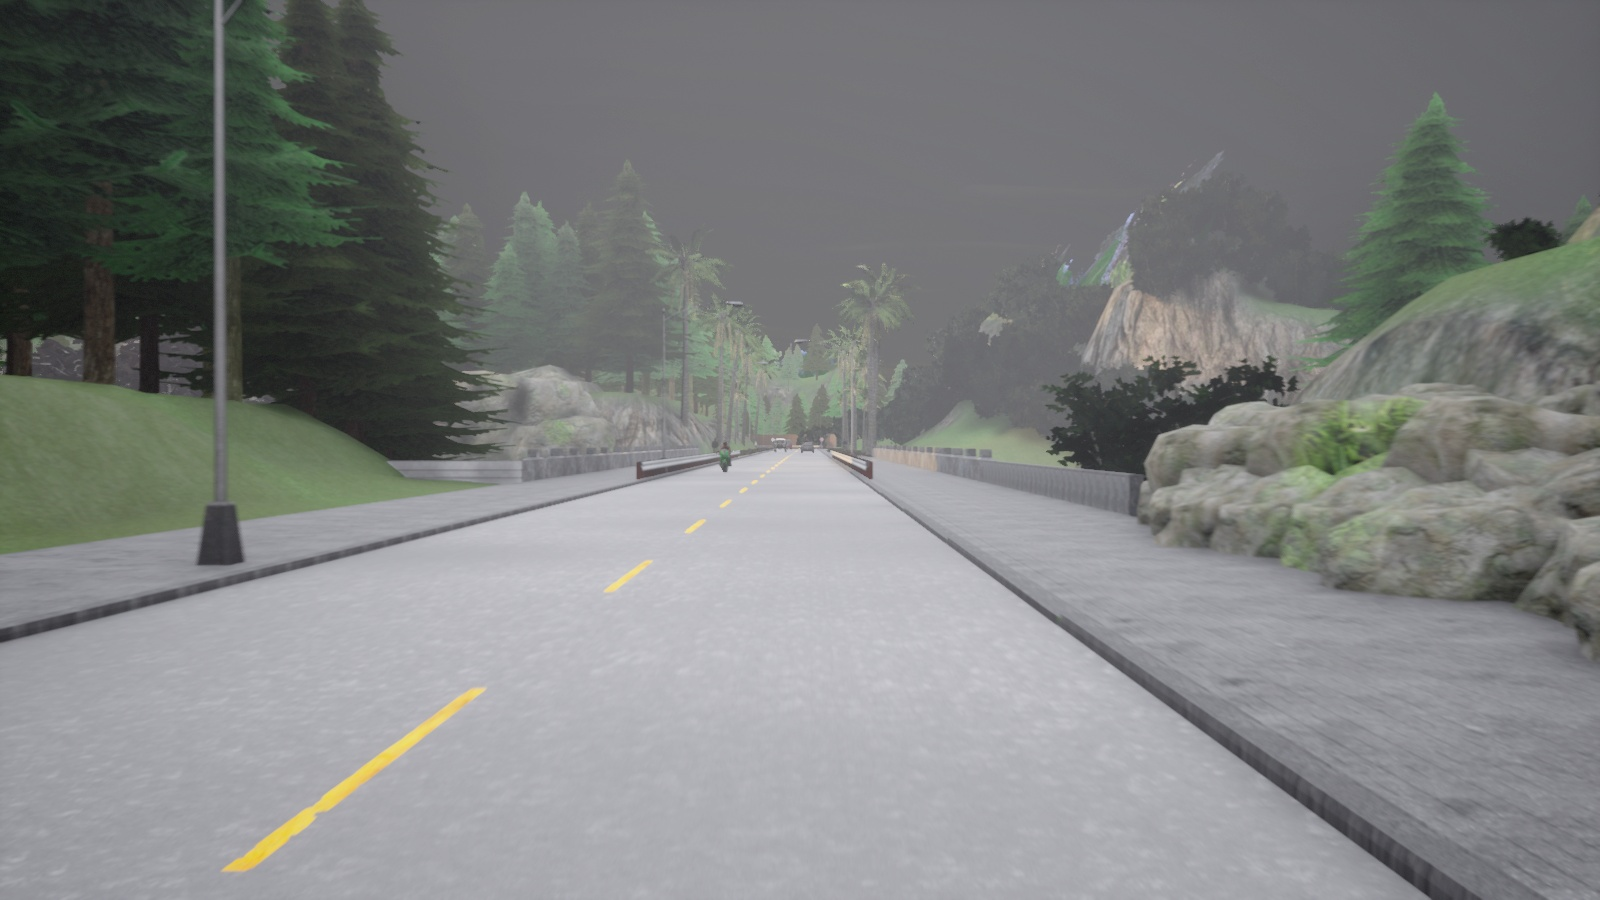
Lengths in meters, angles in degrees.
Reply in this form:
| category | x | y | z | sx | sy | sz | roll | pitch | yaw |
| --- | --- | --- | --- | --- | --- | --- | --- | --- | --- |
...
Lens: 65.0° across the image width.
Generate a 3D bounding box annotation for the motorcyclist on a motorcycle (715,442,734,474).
| category | x | y | z | sx | sy | sz | roll | pitch | yaw |
| --- | --- | --- | --- | --- | --- | --- | --- | --- | --- |
| motorcyclist on a motorcycle | -3.631 | 0.356 | 60.485 | 0.797 | 1.523 | 2.044 | 0 | 0 | 0 |
